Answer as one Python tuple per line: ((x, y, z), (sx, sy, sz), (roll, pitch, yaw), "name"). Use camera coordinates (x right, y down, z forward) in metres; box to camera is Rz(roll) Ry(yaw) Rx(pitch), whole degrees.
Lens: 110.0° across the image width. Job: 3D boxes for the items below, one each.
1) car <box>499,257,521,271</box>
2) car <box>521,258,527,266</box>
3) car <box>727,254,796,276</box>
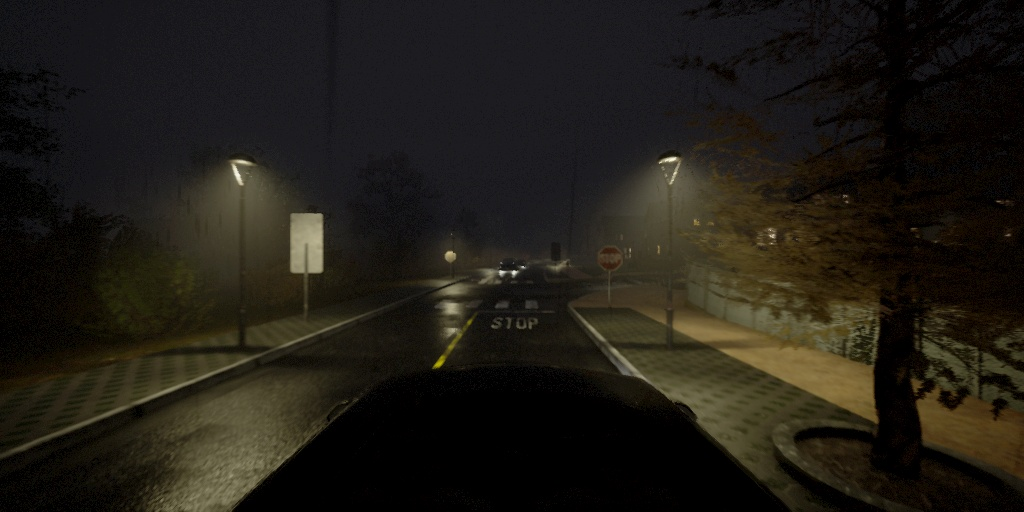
((-0.433, 0.985, 47.417), (2.097, 1.767, 4.553), (0, 0, 6), "car")
((1.425, 1.123, 62.894), (1.994, 1.385, 4.181), (0, 0, 8), "car")
((12.149, 0.599, 18.553), (4.181, 1.385, 1.994), (-3, 0, 6), "car")
